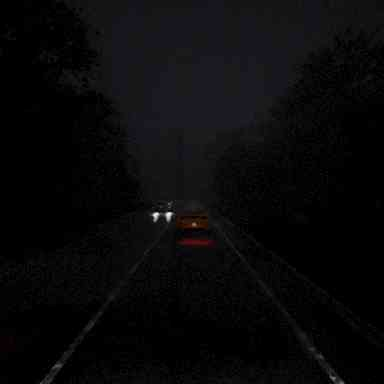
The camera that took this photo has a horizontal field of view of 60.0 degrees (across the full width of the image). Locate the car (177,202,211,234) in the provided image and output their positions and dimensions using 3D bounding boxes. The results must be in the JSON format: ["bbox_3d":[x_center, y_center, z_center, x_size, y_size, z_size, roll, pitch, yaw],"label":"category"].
[{"bbox_3d":[0.111,1.583,20.105,1.882,1.535,5.008,0,0,0],"label":"car"}]

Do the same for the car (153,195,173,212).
[{"bbox_3d":[-3.571,1.378,41.460,2.150,2.045,5.566,0,0,0],"label":"car"}]
